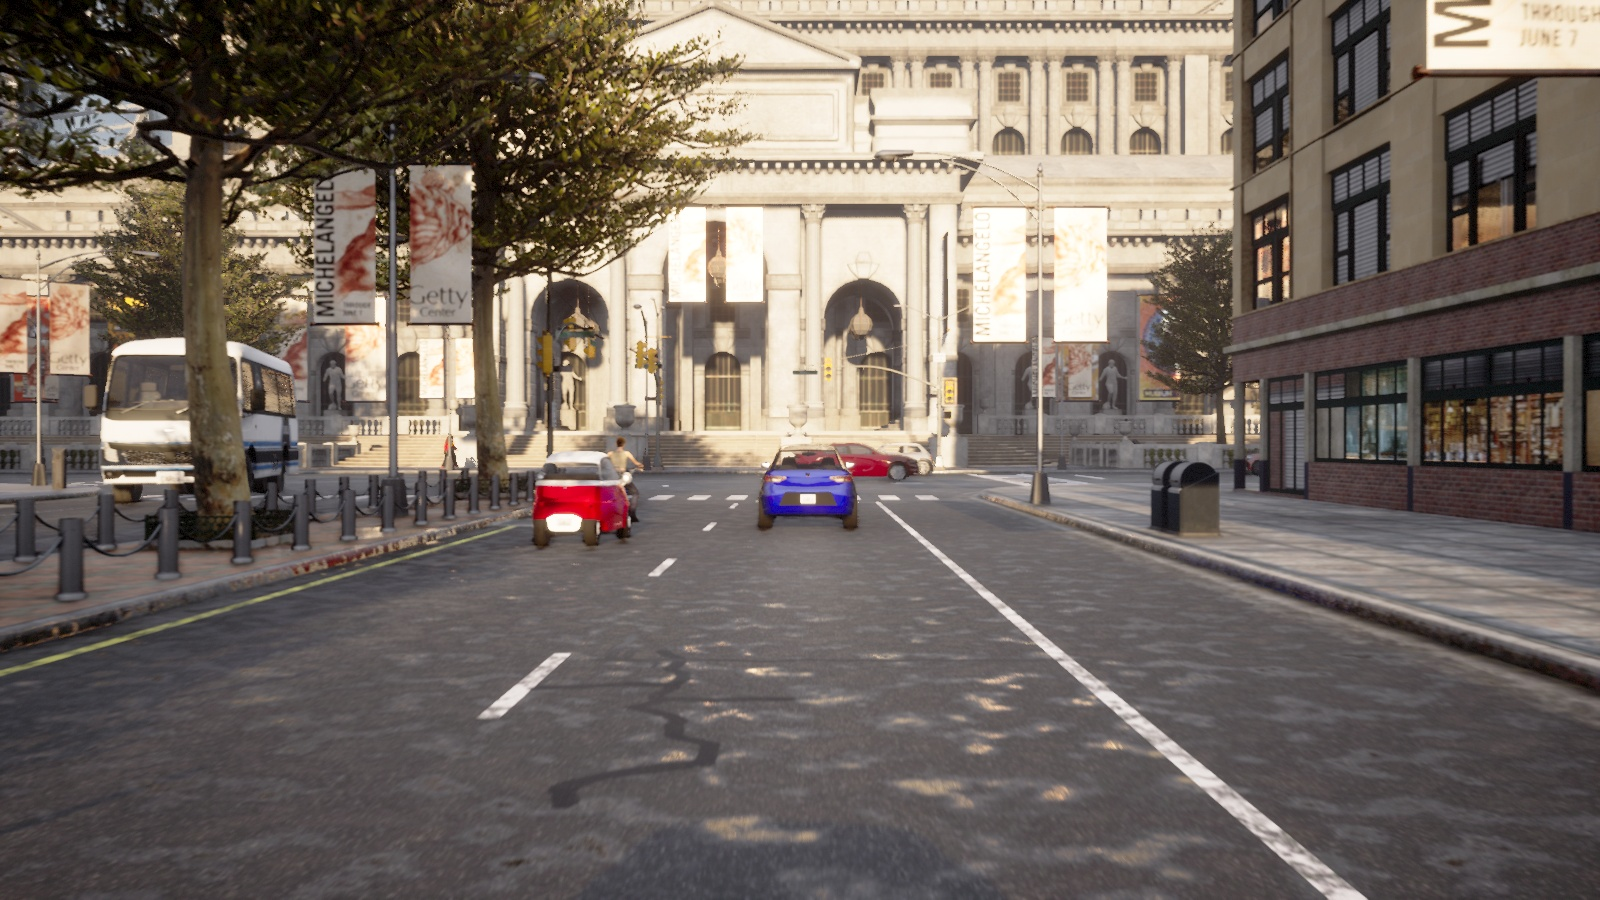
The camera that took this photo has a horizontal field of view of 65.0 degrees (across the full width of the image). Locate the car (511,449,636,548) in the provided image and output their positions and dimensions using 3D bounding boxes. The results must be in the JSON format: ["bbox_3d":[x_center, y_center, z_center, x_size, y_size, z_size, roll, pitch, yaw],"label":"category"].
[{"bbox_3d":[-3.378,0.691,19.005,1.481,1.376,2.207,0,1,0],"label":"car"}]

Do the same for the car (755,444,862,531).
[{"bbox_3d":[0.147,0.628,23.403,1.816,1.474,4.193,0,0,0],"label":"car"}]

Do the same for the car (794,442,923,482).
[{"bbox_3d":[2.263,0.447,49.407,5.008,1.535,1.882,0,0,1],"label":"car"}]

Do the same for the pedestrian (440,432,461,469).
[{"bbox_3d":[-17.739,0.030,63.743,0.899,1.844,0.634,0,0,1],"label":"pedestrian"}]

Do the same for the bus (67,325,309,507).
[{"bbox_3d":[-16.431,-0.839,34.818,3.944,4.253,10.273,0,0,-14],"label":"bus"}]

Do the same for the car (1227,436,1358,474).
[{"bbox_3d":[21.995,0.226,56.215,5.027,1.651,2.152,0,0,1],"label":"car"}]

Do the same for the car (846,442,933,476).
[{"bbox_3d":[3.985,0.397,56.390,3.806,1.475,1.970,0,0,1],"label":"car"}]
